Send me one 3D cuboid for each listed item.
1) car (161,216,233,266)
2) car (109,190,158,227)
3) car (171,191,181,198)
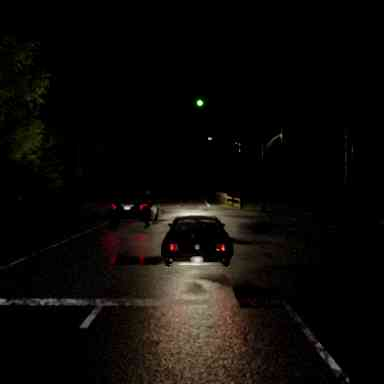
[{"bbox_3d":[0.149,1.411,10.773,1.895,1.301,4.718,0,1,0],"label":"car"},{"bbox_3d":[-3.309,0.876,19.732,2.150,2.045,5.566,0,1,0],"label":"car"},{"bbox_3d":[-3.100,0.412,64.221,2.033,1.411,5.357,0,1,0],"label":"car"}]
